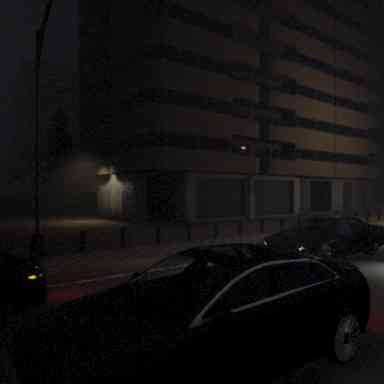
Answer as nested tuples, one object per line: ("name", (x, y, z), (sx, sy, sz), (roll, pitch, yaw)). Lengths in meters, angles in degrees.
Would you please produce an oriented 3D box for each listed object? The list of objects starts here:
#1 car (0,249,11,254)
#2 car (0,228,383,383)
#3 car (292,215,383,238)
("car", (-4.663, 1.525, 4.956), (4.674, 1.442, 1.812), (0, 0, -35))
("car", (0.373, 1.493, 4.259), (4.902, 1.511, 2.128), (0, 0, -36))
("car", (4.850, 1.551, 11.757), (5.357, 1.411, 2.033), (0, 0, -36))
